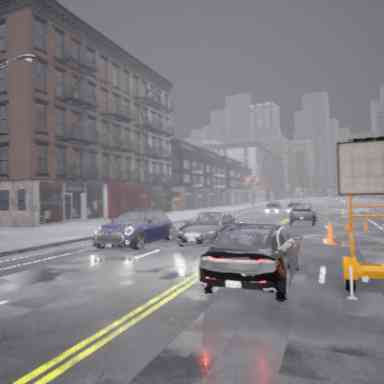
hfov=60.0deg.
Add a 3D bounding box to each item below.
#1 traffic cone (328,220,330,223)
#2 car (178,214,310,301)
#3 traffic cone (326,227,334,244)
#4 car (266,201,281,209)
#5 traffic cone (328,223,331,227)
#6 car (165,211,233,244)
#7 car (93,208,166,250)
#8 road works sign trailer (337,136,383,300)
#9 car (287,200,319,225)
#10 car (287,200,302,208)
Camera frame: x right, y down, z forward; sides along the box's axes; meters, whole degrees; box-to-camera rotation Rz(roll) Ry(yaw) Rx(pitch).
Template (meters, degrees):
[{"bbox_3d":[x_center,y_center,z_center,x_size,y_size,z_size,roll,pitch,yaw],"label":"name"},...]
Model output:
[{"bbox_3d":[7.717,2.030,18.667,0.340,0.580,0.340,-2,-1,22],"label":"traffic cone"},{"bbox_3d":[1.704,1.568,8.644,2.128,1.511,4.902,-2,-1,22],"label":"car"},{"bbox_3d":[6.206,2.013,14.963,0.340,0.580,0.340,-2,-1,22],"label":"traffic cone"},{"bbox_3d":[13.519,2.060,55.207,1.895,1.301,4.718,-2,-1,23],"label":"car"},{"bbox_3d":[6.962,2.021,16.815,0.340,0.580,0.340,-2,-1,22],"label":"traffic cone"},{"bbox_3d":[0.904,1.684,15.806,2.128,1.511,4.902,-2,-1,22],"label":"car"},{"bbox_3d":[-2.618,1.626,15.784,2.097,1.767,4.553,-2,-1,22],"label":"car"},{"bbox_3d":[4.807,0.459,7.980,2.380,3.560,2.880,-2,-1,22],"label":"road works sign trailer"},{"bbox_3d":[8.607,1.640,25.566,2.128,1.511,4.902,-2,-1,22],"label":"car"},{"bbox_3d":[16.976,1.979,55.078,1.895,1.301,4.718,-2,-1,23],"label":"car"}]
